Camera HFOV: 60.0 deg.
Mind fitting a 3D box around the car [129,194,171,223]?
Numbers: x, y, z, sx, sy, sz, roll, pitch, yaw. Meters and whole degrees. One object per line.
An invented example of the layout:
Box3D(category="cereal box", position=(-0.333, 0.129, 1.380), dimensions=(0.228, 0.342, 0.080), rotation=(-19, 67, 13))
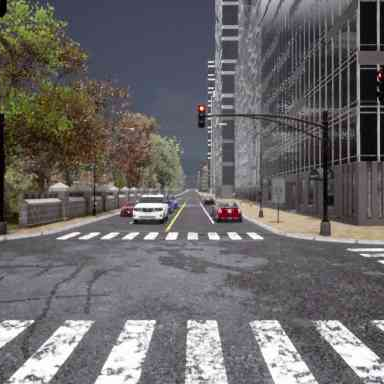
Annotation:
Box3D(category="car", position=(-3.050, 1.223, 25.521), dimensions=(2.150, 2.045, 5.566), rotation=(0, 0, 0))

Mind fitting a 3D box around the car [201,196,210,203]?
Box3D(category="car", position=(2.841, 1.506, 71.664), dimensions=(1.752, 1.417, 4.829), rotation=(0, 0, 0))

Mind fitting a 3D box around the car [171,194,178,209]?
Box3D(category="car", position=(-2.994, 1.354, 45.885), dimensions=(2.097, 1.767, 4.553), rotation=(0, 0, 0))

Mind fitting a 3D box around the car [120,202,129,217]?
Box3D(category="car", position=(-5.624, 1.547, 31.737), dimensions=(1.887, 1.381, 4.507), rotation=(0, 0, 0))

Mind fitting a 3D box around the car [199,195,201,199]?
Box3D(category="car", position=(2.817, 1.434, 60.128), dimensions=(1.967, 1.590, 4.097), rotation=(0, 0, 0))

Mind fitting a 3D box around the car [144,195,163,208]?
Box3D(category="car", position=(-5.587, 1.316, 48.786), dimensions=(2.192, 1.841, 5.009), rotation=(0, 0, 0))

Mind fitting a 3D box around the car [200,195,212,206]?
Box3D(category="car", position=(2.805, 1.564, 54.447), dimensions=(1.947, 1.339, 4.313), rotation=(0, 0, 0))

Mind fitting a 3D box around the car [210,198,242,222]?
Box3D(category="car", position=(2.746, 1.442, 26.042), dimensions=(1.967, 1.590, 4.097), rotation=(0, 0, 0))

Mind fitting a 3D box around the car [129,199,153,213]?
Box3D(category="car", position=(-5.612, 1.553, 37.420), dimensions=(2.008, 1.369, 4.403), rotation=(0, 0, 0))

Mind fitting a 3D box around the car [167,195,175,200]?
Box3D(category="car", position=(-5.504, 1.531, 88.569), dimensions=(1.802, 1.307, 4.206), rotation=(0, 0, 0))

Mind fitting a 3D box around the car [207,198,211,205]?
Box3D(category="car", position=(2.757, 1.568, 31.722), dimensions=(1.947, 1.339, 4.313), rotation=(0, 0, 0))

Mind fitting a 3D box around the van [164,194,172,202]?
Box3D(category="van", position=(-5.527, 1.313, 77.202), dimensions=(1.690, 1.788, 3.998), rotation=(0, 0, 0))

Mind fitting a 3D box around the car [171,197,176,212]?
Box3D(category="car", position=(-3.024, 1.528, 35.675), dimensions=(1.812, 1.442, 4.674), rotation=(0, 0, 0))
